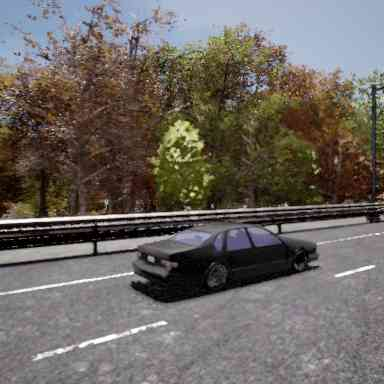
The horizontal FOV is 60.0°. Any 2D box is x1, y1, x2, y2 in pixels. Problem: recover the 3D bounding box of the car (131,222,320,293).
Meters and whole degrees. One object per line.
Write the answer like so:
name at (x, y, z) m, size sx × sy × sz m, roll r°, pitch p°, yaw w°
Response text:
car at (1.123, 1.527, 8.870) m, size 5.357 × 1.411 × 2.033 m, roll 0°, pitch 0°, yaw -36°
